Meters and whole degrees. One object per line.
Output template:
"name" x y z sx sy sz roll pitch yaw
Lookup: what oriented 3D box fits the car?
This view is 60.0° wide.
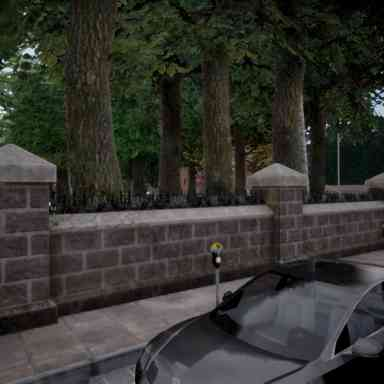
"car" 1.470 1.565 3.872 4.313 1.339 1.947 0 -1 -36
